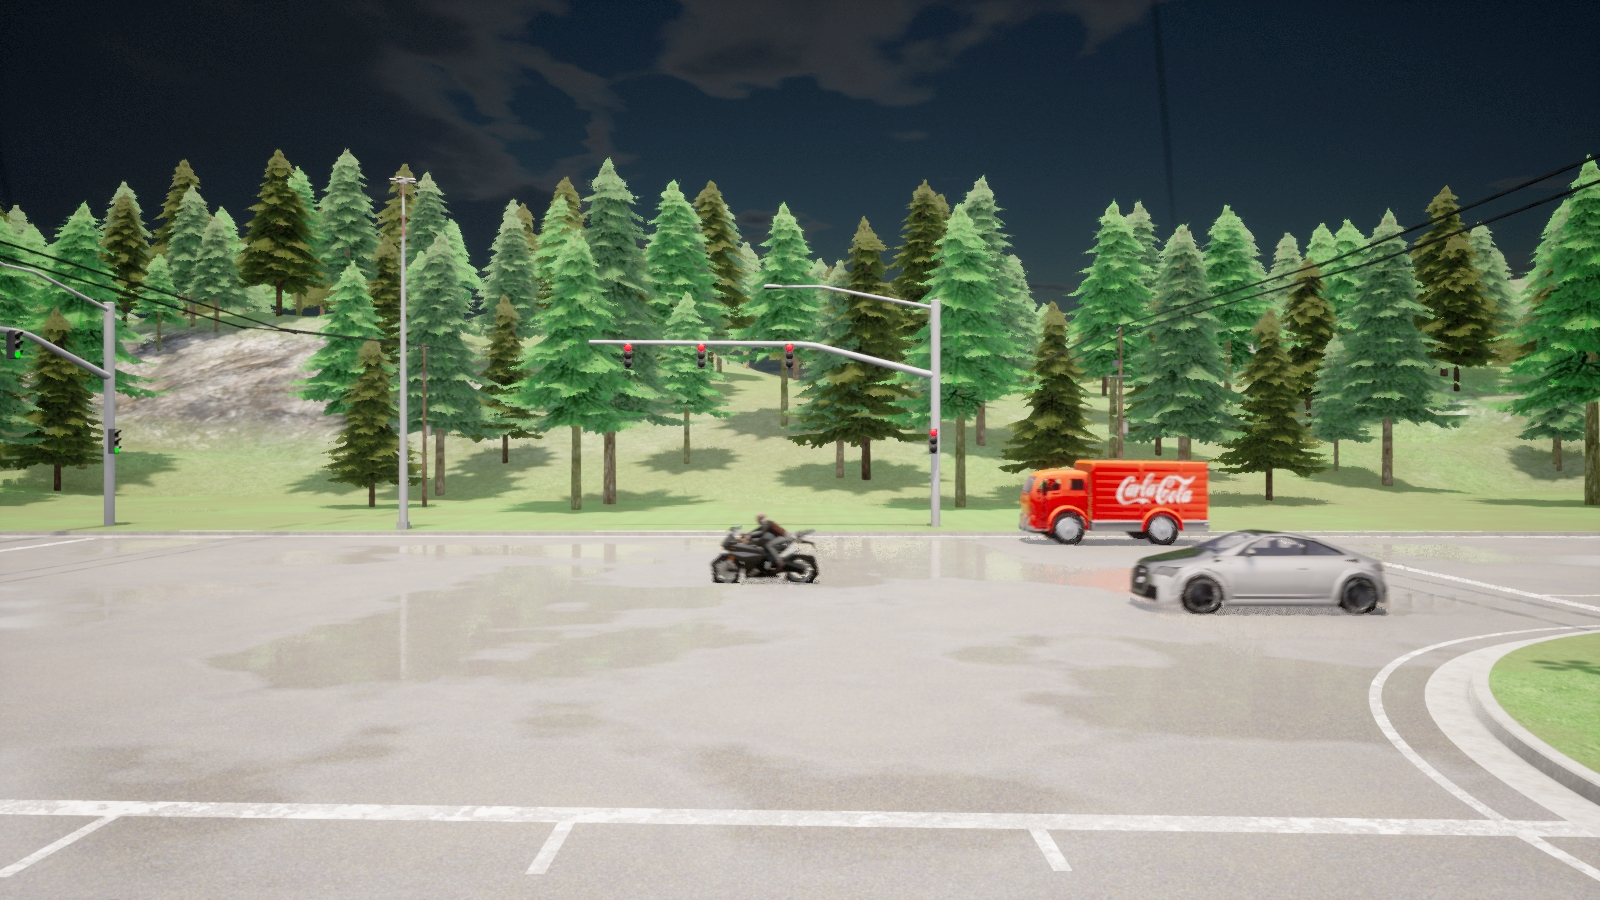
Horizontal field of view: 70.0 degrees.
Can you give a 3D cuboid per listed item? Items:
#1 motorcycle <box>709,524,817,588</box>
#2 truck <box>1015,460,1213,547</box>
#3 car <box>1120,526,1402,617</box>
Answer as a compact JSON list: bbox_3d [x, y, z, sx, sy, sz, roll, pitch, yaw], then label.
[{"bbox_3d":[-0.747,2.189,23.732,2.209,1.251,0.867,0,0,0],"label":"motorcycle"},{"bbox_3d":[9.264,1.546,34.168,5.204,2.467,2.627,0,0,0],"label":"truck"},{"bbox_3d":[8.023,2.105,20.178,4.181,1.385,1.994,0,0,0],"label":"car"}]
